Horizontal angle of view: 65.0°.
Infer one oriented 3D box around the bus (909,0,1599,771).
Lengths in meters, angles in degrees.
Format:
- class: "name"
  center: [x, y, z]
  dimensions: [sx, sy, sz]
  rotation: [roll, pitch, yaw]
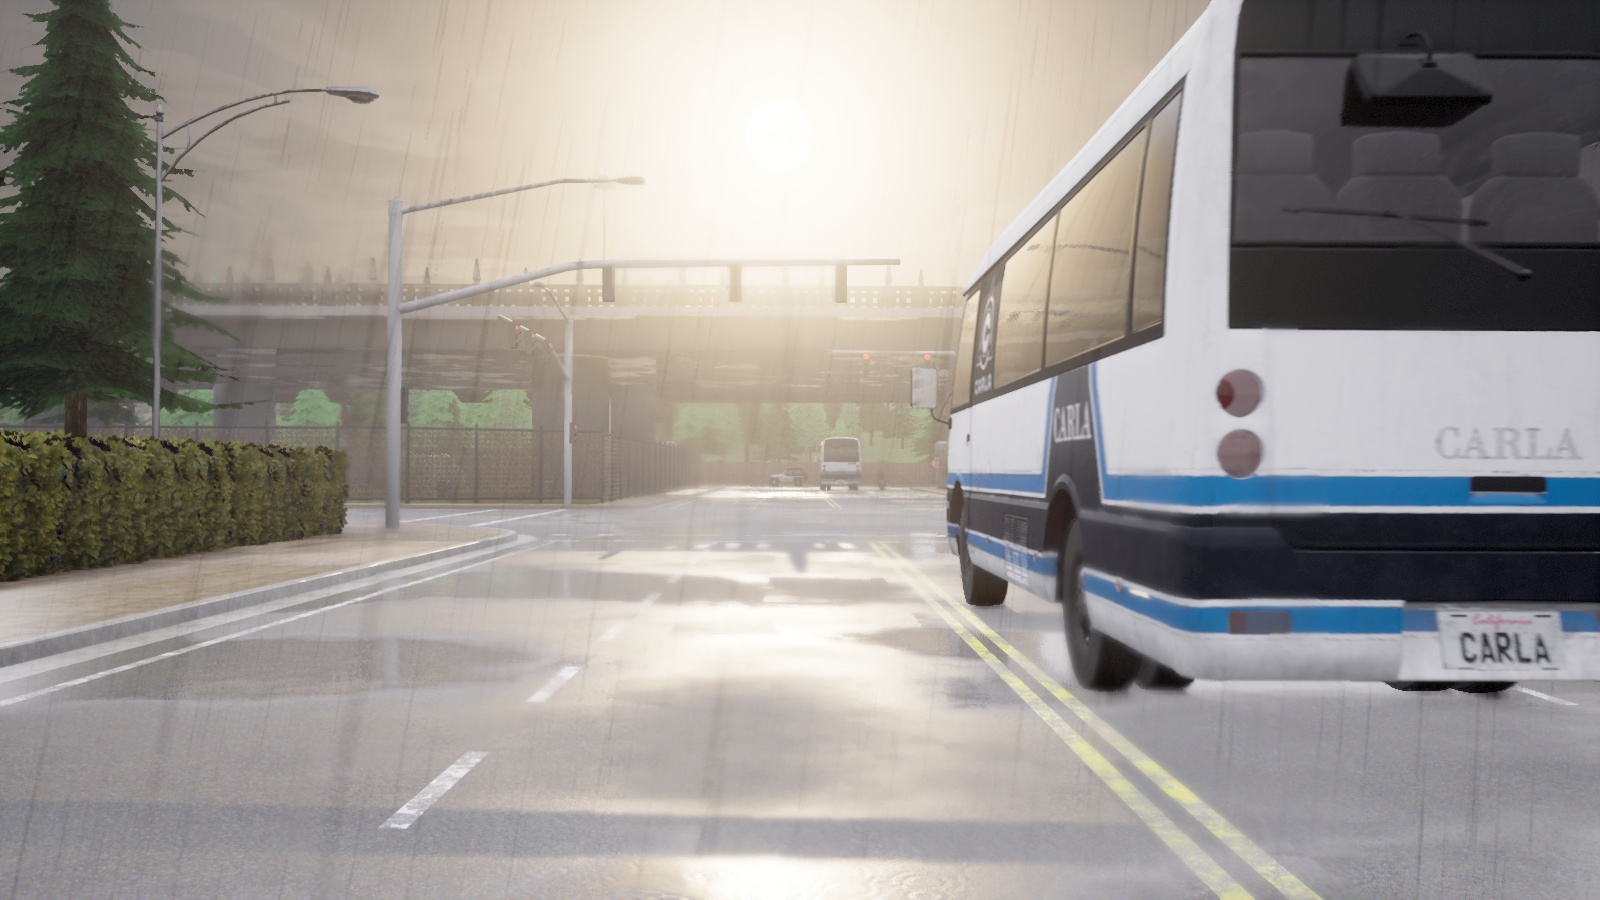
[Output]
- class: "bus"
  center: [3.469, -0.380, 11.697]
  dimensions: [3.944, 4.253, 10.273]
  rotation: [0, -1, 0]
